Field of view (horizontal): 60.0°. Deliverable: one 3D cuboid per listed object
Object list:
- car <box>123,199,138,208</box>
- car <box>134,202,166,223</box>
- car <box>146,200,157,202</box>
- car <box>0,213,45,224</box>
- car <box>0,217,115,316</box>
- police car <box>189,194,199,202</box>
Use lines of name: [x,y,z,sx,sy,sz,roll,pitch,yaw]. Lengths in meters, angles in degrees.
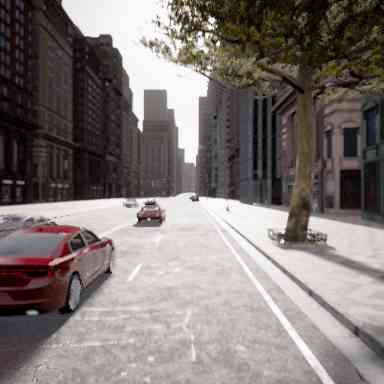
car: [-9.825,1.794,53.760,1.812,1.442,4.674,0,0,0]
car: [-3.157,1.733,26.644,1.895,1.301,4.718,0,0,0]
car: [-6.576,1.868,53.405,1.895,1.301,4.718,0,0,0]
car: [-6.602,1.552,12.215,2.128,1.511,4.902,0,0,0]
car: [-3.154,1.516,7.736,1.882,1.535,5.008,0,0,0]
police car: [0.954,1.897,90.418,1.930,1.638,5.238,0,0,0]
